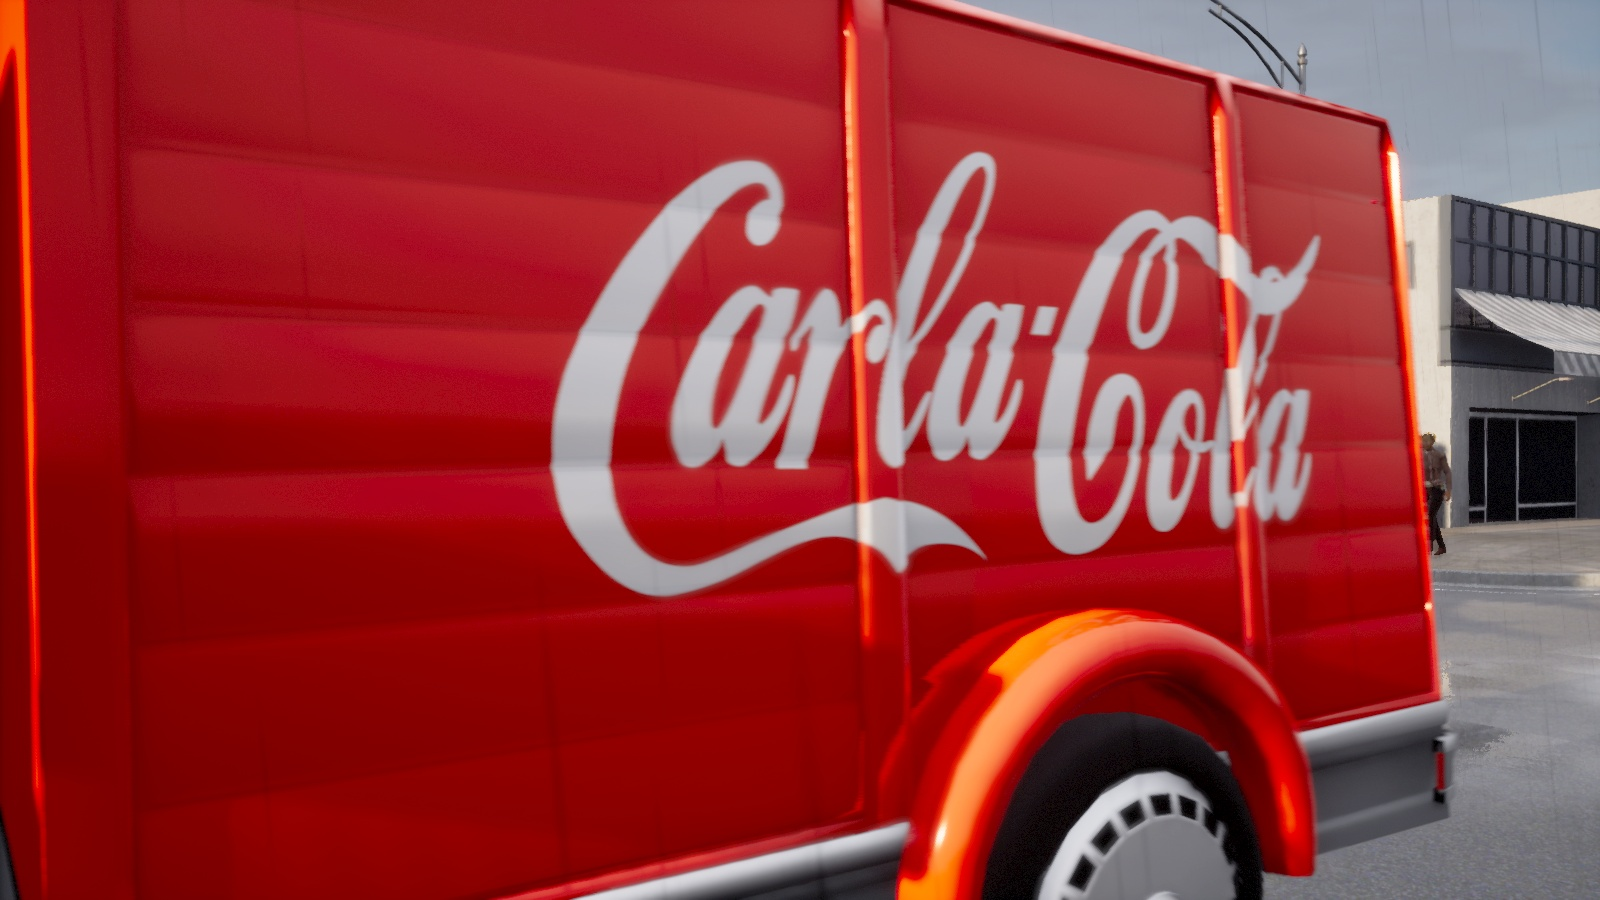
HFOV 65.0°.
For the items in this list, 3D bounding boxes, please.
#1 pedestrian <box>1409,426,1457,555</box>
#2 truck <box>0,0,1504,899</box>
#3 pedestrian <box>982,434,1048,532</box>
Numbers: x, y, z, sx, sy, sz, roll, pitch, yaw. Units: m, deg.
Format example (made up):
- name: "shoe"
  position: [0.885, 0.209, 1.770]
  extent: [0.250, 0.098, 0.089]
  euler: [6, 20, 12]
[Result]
- name: "pedestrian"
  position: [9.212, 0.587, 18.282]
  extent: [0.634, 1.846, 0.331]
  euler: [0, 0, -30]
- name: "truck"
  position: [-1.014, 0.251, 2.955]
  extent: [5.204, 2.467, 2.627]
  euler: [-1, 1, -35]
- name: "pedestrian"
  position: [4.181, 0.630, 24.462]
  extent: [0.874, 1.855, 0.900]
  euler: [0, 0, -38]
